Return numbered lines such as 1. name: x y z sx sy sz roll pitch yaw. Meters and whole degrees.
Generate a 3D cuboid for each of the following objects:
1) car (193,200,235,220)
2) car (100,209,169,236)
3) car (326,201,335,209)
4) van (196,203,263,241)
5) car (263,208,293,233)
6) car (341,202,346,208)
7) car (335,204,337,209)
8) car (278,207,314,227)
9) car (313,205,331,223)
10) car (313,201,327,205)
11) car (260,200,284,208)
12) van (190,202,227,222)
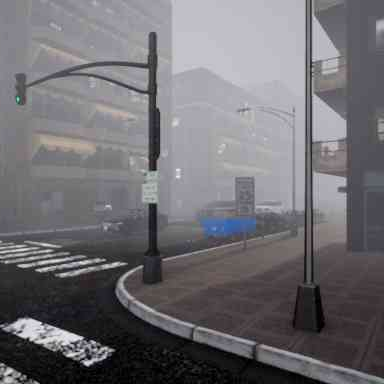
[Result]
1. car: 2.644 1.764 29.562 2.150 2.045 5.566 0 -1 37
2. car: -3.498 1.830 20.953 2.128 1.511 4.902 0 -1 36
3. car: 27.379 2.747 68.820 2.192 1.841 5.009 -1 -2 35
4. van: 2.222 1.713 18.797 1.690 1.788 3.998 -1 -2 35
5. car: 5.298 2.045 23.403 1.947 1.339 4.313 -1 -2 35
6. car: 40.134 3.394 86.730 1.752 1.417 4.829 -1 -2 35
7. car: 30.593 3.083 73.328 1.887 1.381 4.507 -1 -2 35
8. car: 8.510 2.167 27.915 1.802 1.307 4.206 -1 -2 35
9. car: 11.723 2.243 32.428 2.008 1.369 4.403 -1 -2 35
10. car: 24.168 2.908 64.301 1.802 1.307 4.206 -1 -2 35
11. car: 8.843 1.970 38.262 2.150 2.045 5.566 0 -1 36
12. van: 1.679 1.921 32.719 1.690 1.788 3.998 -1 -2 35
